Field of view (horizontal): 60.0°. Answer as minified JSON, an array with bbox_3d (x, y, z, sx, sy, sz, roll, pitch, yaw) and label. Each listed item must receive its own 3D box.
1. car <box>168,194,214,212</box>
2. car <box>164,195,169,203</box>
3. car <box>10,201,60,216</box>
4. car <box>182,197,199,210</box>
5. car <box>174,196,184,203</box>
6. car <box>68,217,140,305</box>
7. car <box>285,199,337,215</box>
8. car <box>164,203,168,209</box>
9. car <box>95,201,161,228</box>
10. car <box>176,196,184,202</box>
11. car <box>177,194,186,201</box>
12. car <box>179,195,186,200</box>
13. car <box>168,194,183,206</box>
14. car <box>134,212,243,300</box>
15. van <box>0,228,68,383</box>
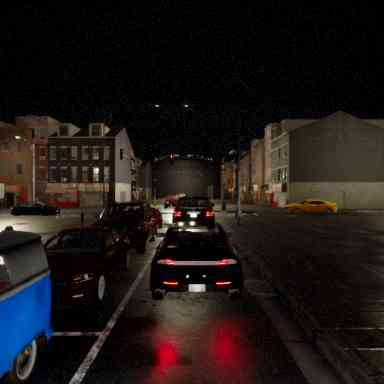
[{"bbox_3d":[0.082,1.223,18.530,2.150,2.045,5.566,0,0,0],"label":"car"},{"bbox_3d":[-2.689,1.333,45.419,2.192,1.841,5.009,0,0,0],"label":"car"},{"bbox_3d":[-14.483,1.571,30.866,4.181,1.385,1.994,0,0,0],"label":"car"},{"bbox_3d":[-0.115,1.509,44.686,2.128,1.511,4.902,0,0,1],"label":"car"},{"bbox_3d":[-2.714,1.606,72.553,2.008,1.369,4.403,0,0,0],"label":"car"},{"bbox_3d":[-2.651,1.544,8.142,1.887,1.381,4.507,0,0,0],"label":"car"},{"bbox_3d":[12.054,1.494,33.794,5.008,1.535,1.882,0,0,0],"label":"car"},{"bbox_3d":[-2.661,1.546,19.009,1.887,1.381,4.507,0,0,0],"label":"car"},{"bbox_3d":[-2.657,1.315,13.576,2.192,1.841,5.009,0,0,0],"label":"car"},{"bbox_3d":[-2.719,1.590,77.811,1.752,1.417,4.829,0,0,0],"label":"car"},{"bbox_3d":[-2.732,1.401,88.835,2.192,1.841,5.009,0,0,0],"label":"car"},{"bbox_3d":[-2.736,1.537,94.261,1.967,1.590,4.097,0,0,0],"label":"car"},{"bbox_3d":[-2.700,1.345,56.273,2.192,1.841,5.009,0,0,0],"label":"car"},{"bbox_3d":[0.090,1.491,8.337,2.128,1.511,4.902,0,0,0],"label":"car"},{"bbox_3d":[-2.646,1.341,2.708,1.690,1.788,3.998,0,0,0],"label":"van"}]
